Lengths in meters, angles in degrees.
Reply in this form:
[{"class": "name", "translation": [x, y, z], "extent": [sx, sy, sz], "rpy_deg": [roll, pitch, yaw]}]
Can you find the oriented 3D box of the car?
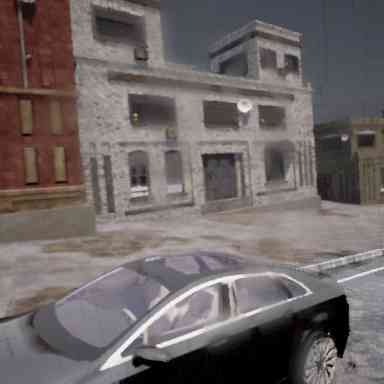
[{"class": "car", "translation": [-0.243, 1.503, 3.562], "extent": [4.902, 1.511, 2.128], "rpy_deg": [0, 0, -36]}]
